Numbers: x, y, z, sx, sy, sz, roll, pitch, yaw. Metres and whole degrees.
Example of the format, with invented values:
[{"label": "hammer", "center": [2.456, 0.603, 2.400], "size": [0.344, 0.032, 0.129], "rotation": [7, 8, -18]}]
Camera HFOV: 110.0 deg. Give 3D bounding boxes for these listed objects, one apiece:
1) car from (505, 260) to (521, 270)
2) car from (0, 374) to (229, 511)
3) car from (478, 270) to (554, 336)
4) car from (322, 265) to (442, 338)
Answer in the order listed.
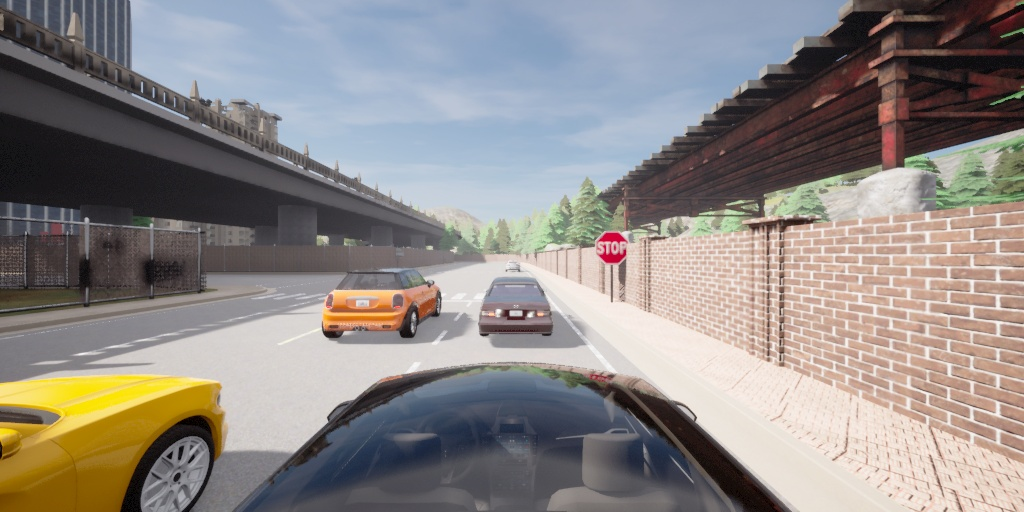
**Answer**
[{"label": "car", "center": [0.110, 1.275, 46.214], "size": [1.812, 1.442, 4.674], "rotation": [0, 0, -1]}, {"label": "car", "center": [-3.397, 1.228, 1.054], "size": [1.882, 1.535, 5.008], "rotation": [0, 0, 0]}, {"label": "car", "center": [0.087, 1.297, 10.331], "size": [2.033, 1.411, 5.357], "rotation": [0, 0, 0]}, {"label": "car", "center": [-3.414, 1.102, 10.312], "size": [2.097, 1.767, 4.553], "rotation": [0, 0, 0]}]
